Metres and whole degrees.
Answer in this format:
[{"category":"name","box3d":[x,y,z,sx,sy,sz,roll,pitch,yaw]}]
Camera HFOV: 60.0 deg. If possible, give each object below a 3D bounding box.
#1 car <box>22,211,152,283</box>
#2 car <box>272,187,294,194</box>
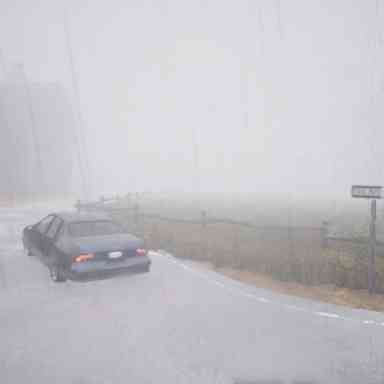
[{"category":"car","box3d":[-3.034,1.224,8.752,2.033,1.411,5.357,1,2,-36]},{"category":"car","box3d":[22.678,0.117,80.800,4.611,1.667,2.242,2,1,4]}]
